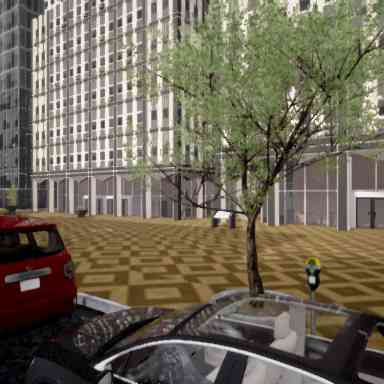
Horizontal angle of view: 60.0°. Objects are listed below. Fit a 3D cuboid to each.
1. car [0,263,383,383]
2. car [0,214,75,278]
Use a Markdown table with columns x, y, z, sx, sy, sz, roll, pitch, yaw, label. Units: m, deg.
| x | y | z | sx | sy | sz | roll | pitch | yaw | label |
| --- | --- | --- | --- | --- | --- | --- | --- | --- | --- |
| 0.410 | 1.548 | 2.585 | 4.403 | 1.369 | 2.008 | 0 | 0 | 35 | car |
| -4.087 | 1.313 | 5.793 | 5.009 | 1.841 | 2.192 | 0 | 0 | 36 | car |
